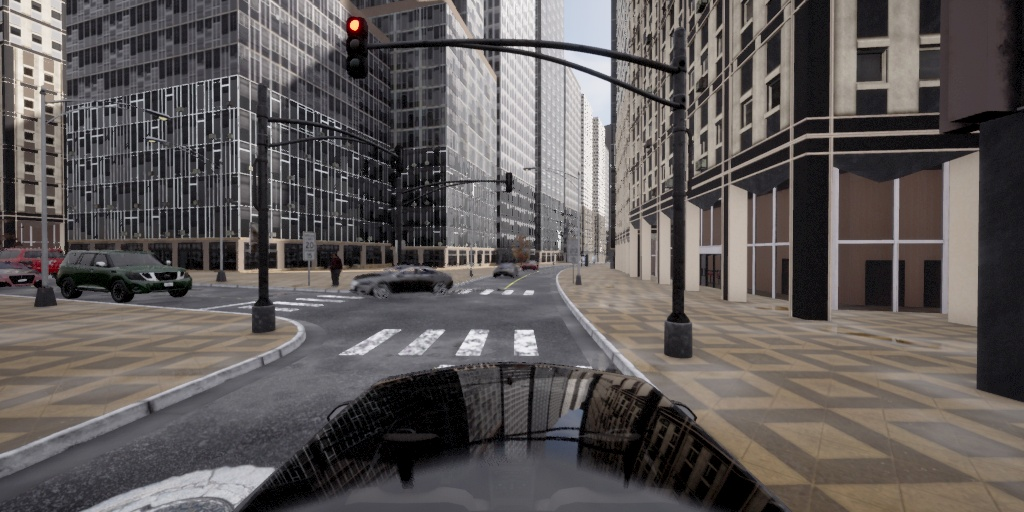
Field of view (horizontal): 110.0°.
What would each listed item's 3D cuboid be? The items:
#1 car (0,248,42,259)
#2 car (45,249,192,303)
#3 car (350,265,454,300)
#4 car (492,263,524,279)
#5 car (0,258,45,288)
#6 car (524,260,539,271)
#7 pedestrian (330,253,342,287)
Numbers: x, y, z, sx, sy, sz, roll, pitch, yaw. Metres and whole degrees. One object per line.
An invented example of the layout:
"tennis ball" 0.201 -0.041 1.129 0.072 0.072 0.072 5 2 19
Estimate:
"car" -30.705 0.531 22.513 5.566 2.045 2.150 1 1 16
"car" -16.617 0.770 15.376 5.566 2.045 2.150 1 1 17
"car" -5.143 1.195 17.361 4.902 1.511 2.128 3 0 -42
"car" -0.480 1.351 33.841 2.033 1.411 5.357 0 0 8
"car" -25.803 0.981 18.032 4.181 1.385 1.994 1 1 16
"car" 2.636 1.365 51.249 1.882 1.535 5.008 0 0 13
"pedestrian" -9.580 0.716 19.439 0.375 1.860 0.375 0 0 16
